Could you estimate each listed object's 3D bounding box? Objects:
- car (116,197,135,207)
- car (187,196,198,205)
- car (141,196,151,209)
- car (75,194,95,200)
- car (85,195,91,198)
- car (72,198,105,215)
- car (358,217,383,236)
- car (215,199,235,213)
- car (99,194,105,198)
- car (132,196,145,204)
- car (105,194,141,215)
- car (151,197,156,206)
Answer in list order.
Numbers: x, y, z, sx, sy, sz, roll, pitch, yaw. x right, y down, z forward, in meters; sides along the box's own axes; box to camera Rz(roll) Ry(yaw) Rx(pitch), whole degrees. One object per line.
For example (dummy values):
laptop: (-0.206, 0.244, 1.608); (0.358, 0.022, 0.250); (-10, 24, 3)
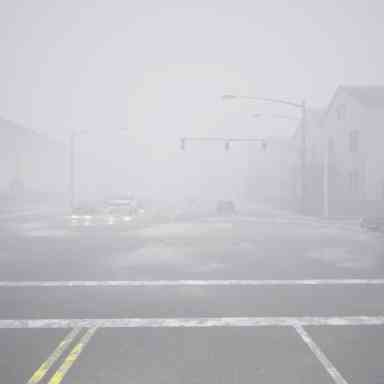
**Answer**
car: (-10.549, 1.547, 53.316); (2.033, 1.411, 5.357); (0, 0, 0)
car: (0.052, 1.491, 58.646); (2.128, 1.511, 4.902); (0, 0, 0)
car: (-7.060, 1.505, 44.243); (1.837, 1.490, 4.892); (0, 0, 0)
car: (-28.890, 1.452, 89.760); (2.038, 1.542, 4.974); (0, 0, 29)
car: (-28.105, 1.452, 84.393); (2.038, 1.542, 4.974); (0, 0, -36)
car: (-10.570, 1.564, 33.662); (1.994, 1.385, 4.181); (0, 0, 0)
car: (11.864, 1.716, 18.307); (4.718, 1.301, 1.895); (1, 0, 4)
car: (3.609, 1.491, 36.633); (2.128, 1.511, 4.902); (0, 0, 0)
car: (-10.562, 1.221, 42.921); (2.150, 2.045, 5.566); (0, 0, 0)
car: (-10.470, 1.525, 65.301); (1.812, 1.442, 4.674); (0, 0, 0)
car: (-7.070, 1.221, 34.691); (2.150, 2.045, 5.566); (0, 0, 0)
car: (-7.040, 1.477, 54.631); (1.882, 1.535, 5.008); (0, 0, 0)
